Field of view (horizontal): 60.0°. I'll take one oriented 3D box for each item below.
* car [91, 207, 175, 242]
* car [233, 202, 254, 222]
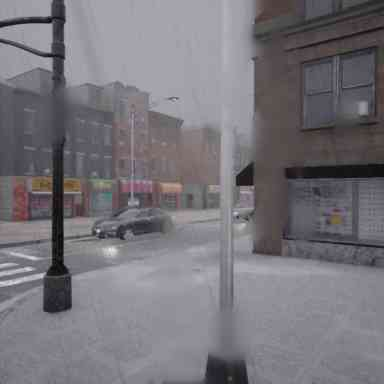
[{"bbox_3d":[-2.820,1.543,16.970,1.837,1.490,4.892,0,0,35],"label":"car"},{"bbox_3d":[4.624,1.569,27.412,2.128,1.511,4.902,0,0,36],"label":"car"}]
